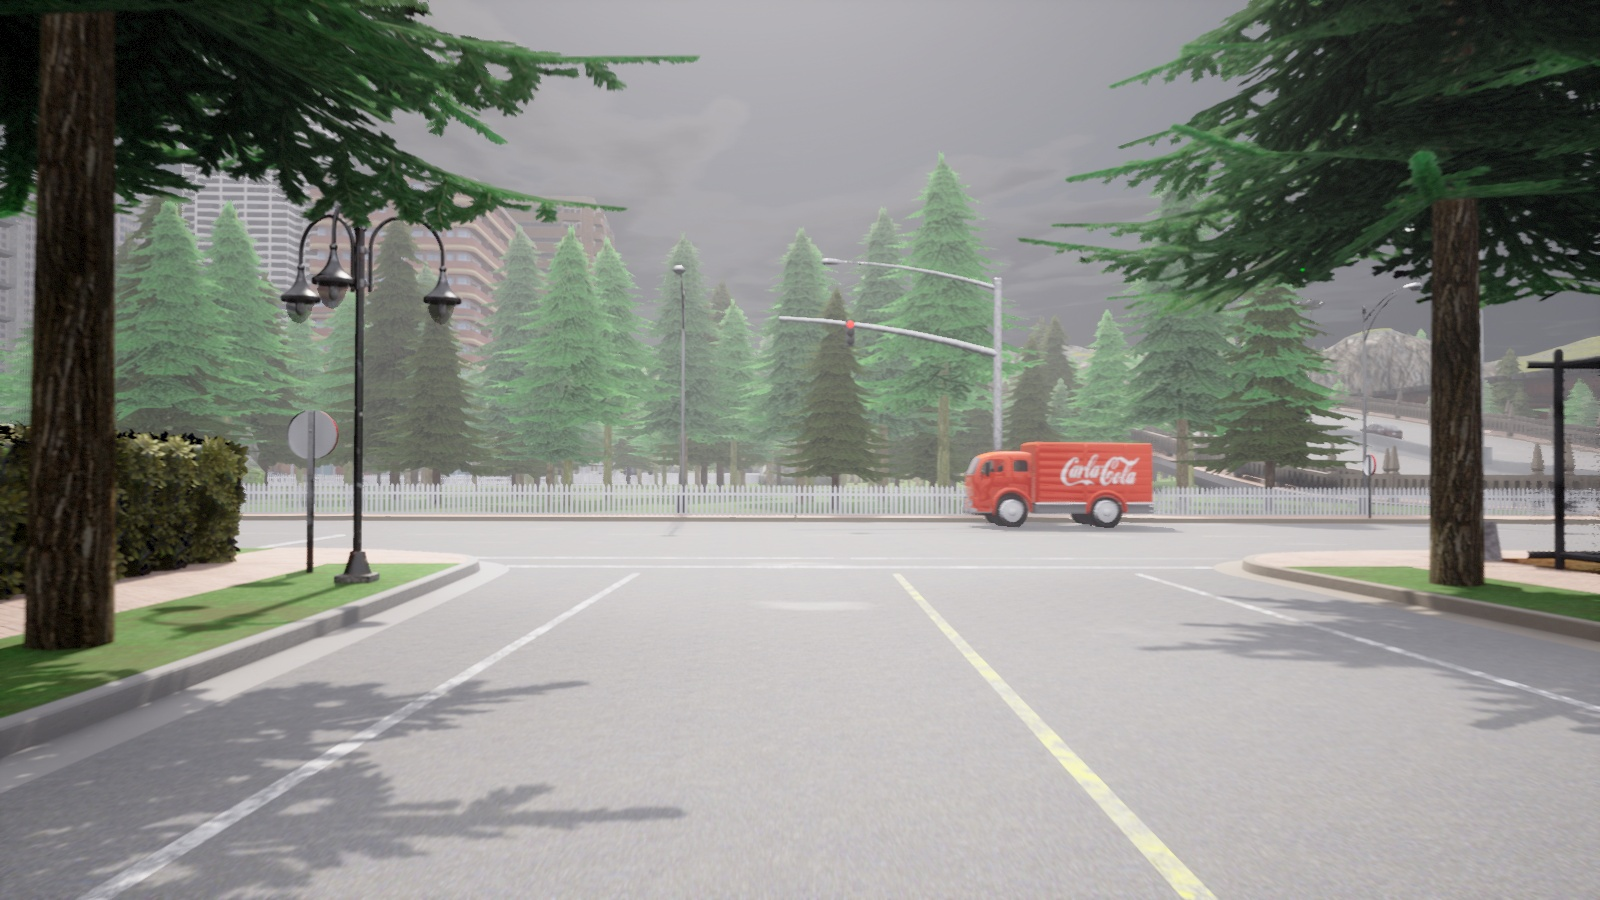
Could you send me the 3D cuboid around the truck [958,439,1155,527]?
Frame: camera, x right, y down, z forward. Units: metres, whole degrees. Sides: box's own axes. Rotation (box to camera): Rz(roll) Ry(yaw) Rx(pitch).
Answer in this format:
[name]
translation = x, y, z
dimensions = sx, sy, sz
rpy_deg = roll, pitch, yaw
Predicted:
[truck]
translation = 7.440, 0.953, 36.907
dimensions = 5.204, 2.467, 2.627
rpy_deg = 0, -1, -1
